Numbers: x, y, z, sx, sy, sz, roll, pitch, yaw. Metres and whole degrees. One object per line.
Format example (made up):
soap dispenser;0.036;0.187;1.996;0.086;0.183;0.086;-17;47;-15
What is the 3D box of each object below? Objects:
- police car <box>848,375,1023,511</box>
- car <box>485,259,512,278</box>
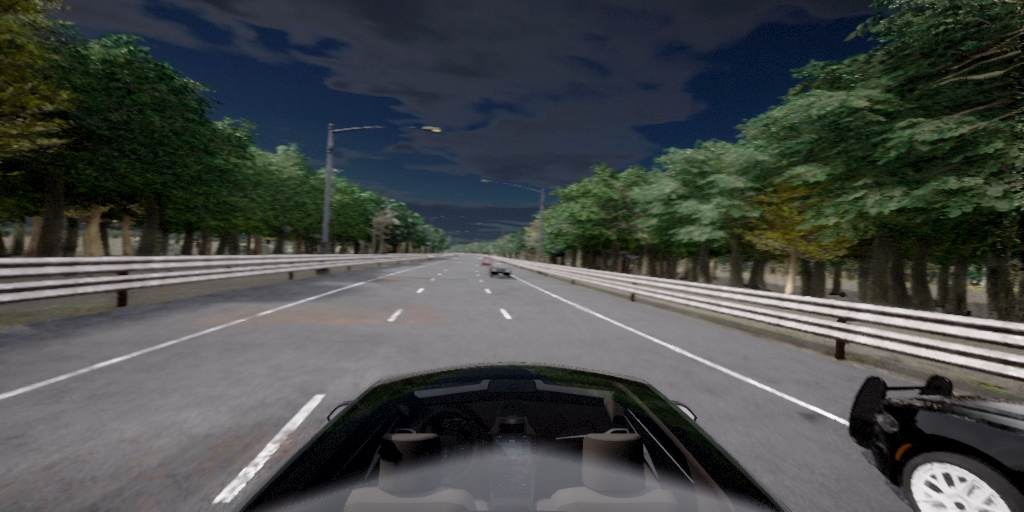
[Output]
police car;4.461;1.428;1.309;1.930;1.638;5.238;3;0;-10
car;-1.214;1.289;33.337;1.895;1.301;4.718;3;0;-7
